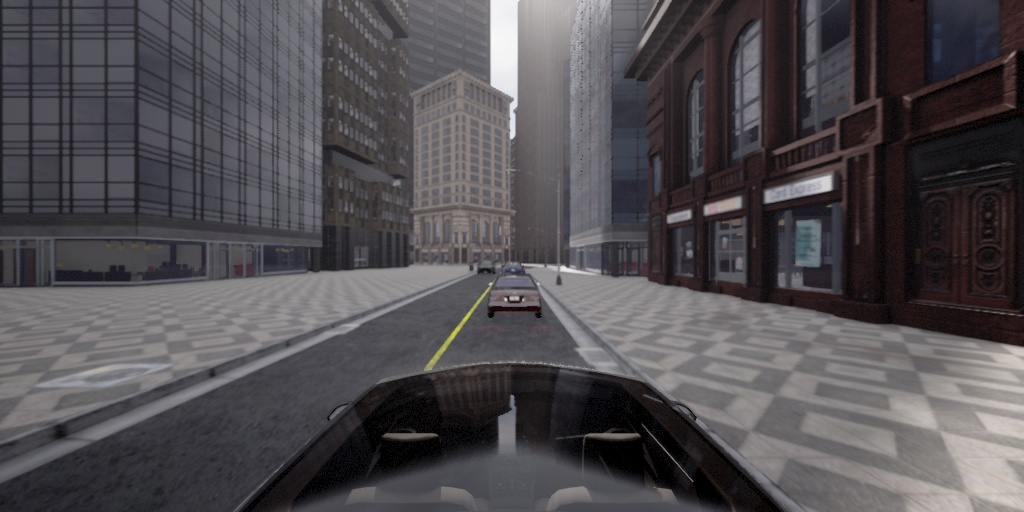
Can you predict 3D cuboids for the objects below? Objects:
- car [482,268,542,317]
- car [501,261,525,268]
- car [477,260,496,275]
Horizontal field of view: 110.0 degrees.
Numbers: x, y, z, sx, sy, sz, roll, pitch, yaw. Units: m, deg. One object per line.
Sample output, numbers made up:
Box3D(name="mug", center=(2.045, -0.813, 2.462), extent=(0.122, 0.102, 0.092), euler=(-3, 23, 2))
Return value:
Box3D(name="car", center=(0.089, 1.337, 13.361), extent=(2.033, 1.411, 5.357), euler=(0, 0, 0))
Box3D(name="car", center=(0.100, 1.238, 33.065), extent=(2.097, 1.767, 4.553), euler=(0, 0, 0))
Box3D(name="car", center=(-3.034, 1.296, 43.334), extent=(2.097, 1.767, 4.553), euler=(0, 0, 1))
